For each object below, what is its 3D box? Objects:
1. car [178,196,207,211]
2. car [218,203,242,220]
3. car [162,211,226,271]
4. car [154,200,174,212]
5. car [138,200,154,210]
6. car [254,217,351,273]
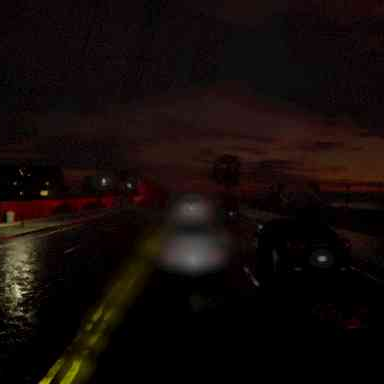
[{"bbox_3d":[0.048,1.385,27.551,2.150,2.045,5.566,0,-1,0],"label":"car"},{"bbox_3d":[3.301,1.703,29.518,1.812,1.442,4.674,0,0,0],"label":"car"},{"bbox_3d":[0.061,1.589,11.027,1.812,1.442,4.674,0,0,0],"label":"car"},{"bbox_3d":[-3.391,1.743,42.696,1.882,1.535,5.008,0,0,0],"label":"car"},{"bbox_3d":[-6.624,1.856,49.009,2.033,1.411,5.357,0,0,0],"label":"car"},{"bbox_3d":[3.312,1.540,10.894,1.882,1.535,5.008,0,0,0],"label":"car"}]
